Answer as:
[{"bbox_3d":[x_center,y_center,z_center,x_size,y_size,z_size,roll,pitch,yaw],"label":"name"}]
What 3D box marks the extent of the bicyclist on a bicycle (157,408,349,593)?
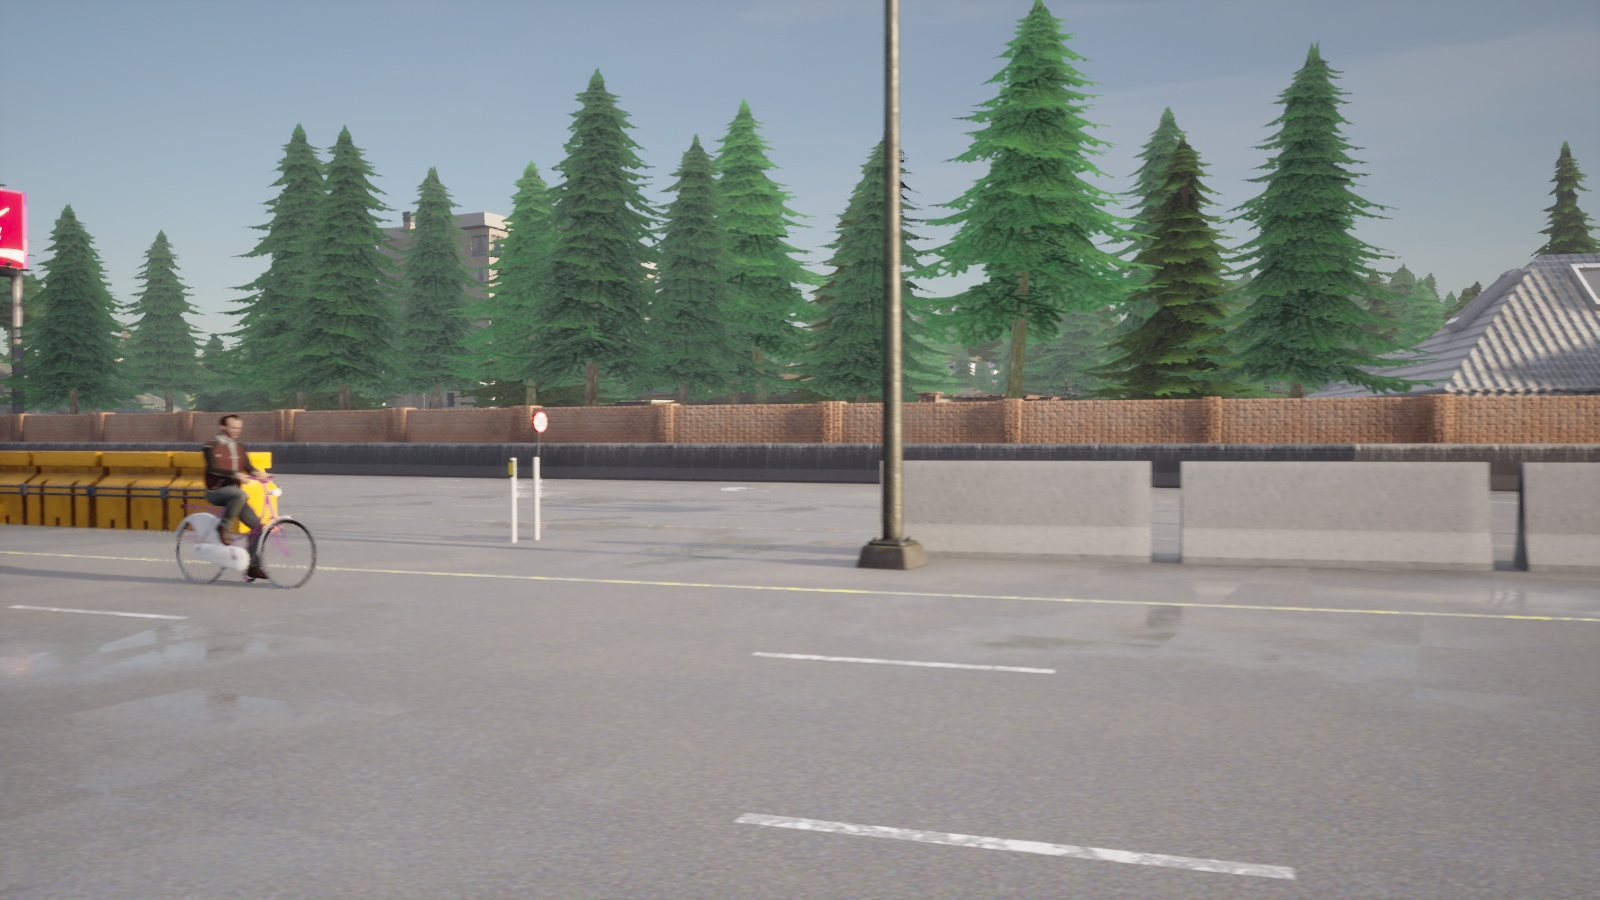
[{"bbox_3d":[-5.516,0.477,12.657,1.843,1.776,0.659,0,0,21],"label":"bicyclist on a bicycle"}]
